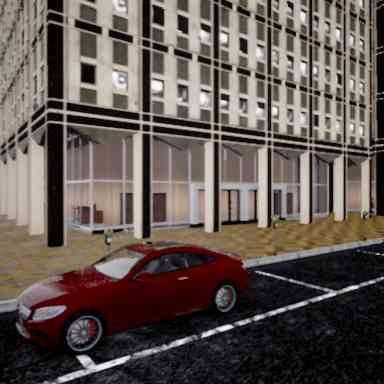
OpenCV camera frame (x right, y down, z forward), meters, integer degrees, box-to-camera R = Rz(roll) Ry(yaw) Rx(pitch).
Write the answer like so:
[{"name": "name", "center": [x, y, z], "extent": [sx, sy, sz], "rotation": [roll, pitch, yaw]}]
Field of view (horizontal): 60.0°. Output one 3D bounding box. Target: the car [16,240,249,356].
[{"name": "car", "center": [-0.793, 1.580, 5.993], "extent": [4.206, 1.307, 1.802], "rotation": [0, 0, -35]}]
